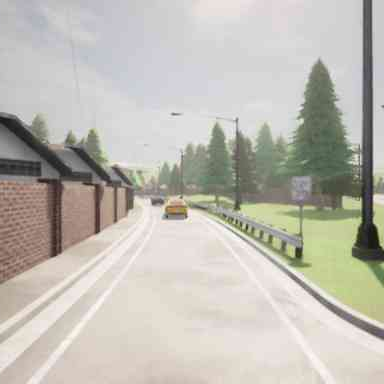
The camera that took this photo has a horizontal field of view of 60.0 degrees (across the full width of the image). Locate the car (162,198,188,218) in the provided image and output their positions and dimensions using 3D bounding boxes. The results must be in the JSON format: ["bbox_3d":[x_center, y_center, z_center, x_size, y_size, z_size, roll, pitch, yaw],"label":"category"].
[{"bbox_3d":[-1.492,1.409,29.825,1.882,1.535,5.008,0,0,-6],"label":"car"}]

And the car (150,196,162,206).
[{"bbox_3d":[-5.614,1.386,53.745,1.837,1.490,4.892,0,1,-12],"label":"car"}]
